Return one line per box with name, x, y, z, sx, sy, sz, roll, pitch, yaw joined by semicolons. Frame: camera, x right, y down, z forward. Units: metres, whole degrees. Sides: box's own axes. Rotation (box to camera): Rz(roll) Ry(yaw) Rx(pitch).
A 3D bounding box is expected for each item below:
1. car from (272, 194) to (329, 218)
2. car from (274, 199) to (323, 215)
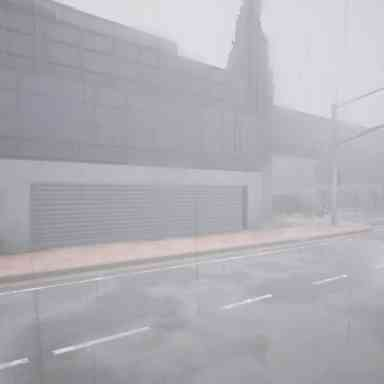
car;9.615;1.222;30.422;2.150;2.045;5.566;0;0;-37
car;10.960;1.526;34.480;1.812;1.442;4.674;0;0;-37
